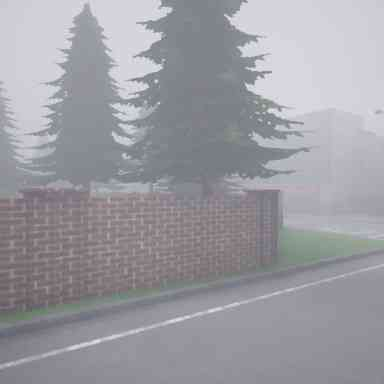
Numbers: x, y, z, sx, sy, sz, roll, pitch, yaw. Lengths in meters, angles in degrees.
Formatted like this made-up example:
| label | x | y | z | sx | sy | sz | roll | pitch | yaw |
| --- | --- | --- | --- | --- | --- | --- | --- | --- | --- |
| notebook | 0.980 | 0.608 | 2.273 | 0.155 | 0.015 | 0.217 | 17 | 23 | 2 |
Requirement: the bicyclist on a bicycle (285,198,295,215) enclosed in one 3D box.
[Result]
| label | x | y | z | sx | sy | sz | roll | pitch | yaw |
| --- | --- | --- | --- | --- | --- | --- | --- | --- | --- |
| bicyclist on a bicycle | 9.846 | 1.473 | 33.382 | 1.656 | 1.620 | 0.582 | 0 | 0 | -35 |
